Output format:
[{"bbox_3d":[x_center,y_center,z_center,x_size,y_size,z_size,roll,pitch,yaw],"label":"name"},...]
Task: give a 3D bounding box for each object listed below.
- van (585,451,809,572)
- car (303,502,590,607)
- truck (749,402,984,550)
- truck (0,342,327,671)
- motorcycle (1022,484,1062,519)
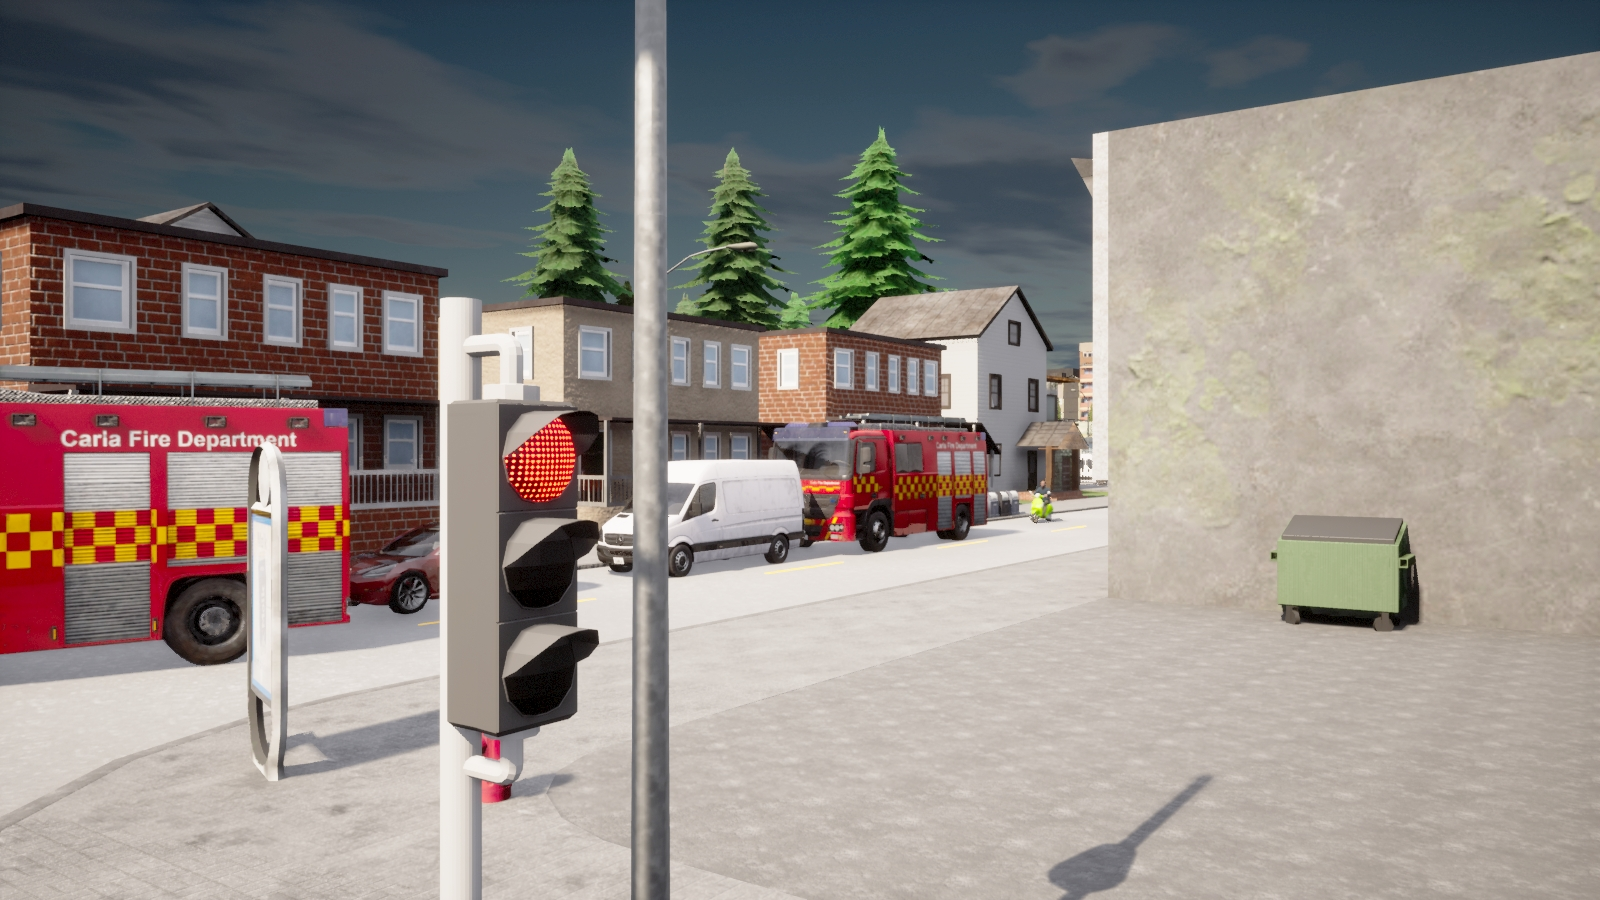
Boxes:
[{"bbox_3d":[-2.273,1.307,27.238,1.988,2.561,5.915,0,0,35],"label":"van"},{"bbox_3d":[-6.429,1.835,21.310,2.163,1.488,4.792,0,0,35],"label":"car"},{"bbox_3d":[2.235,0.662,33.662,2.891,3.827,8.468,0,0,35],"label":"truck"},{"bbox_3d":[-10.647,0.661,14.042,8.468,3.827,2.891,0,0,-37],"label":"truck"},{"bbox_3d":[9.261,1.954,43.695,0.856,1.236,1.805,0,0,35],"label":"motorcycle"}]
